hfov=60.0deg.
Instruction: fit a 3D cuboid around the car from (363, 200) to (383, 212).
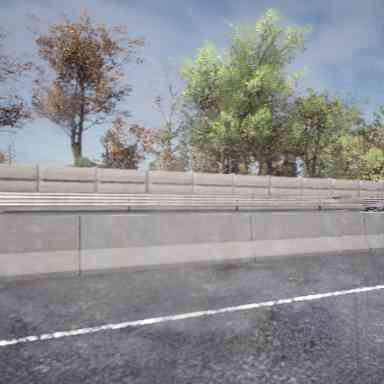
[{"bbox_3d":[18.843,1.417,31.554,5.357,1.411,2.033,1,1,-24],"label":"car"}]
